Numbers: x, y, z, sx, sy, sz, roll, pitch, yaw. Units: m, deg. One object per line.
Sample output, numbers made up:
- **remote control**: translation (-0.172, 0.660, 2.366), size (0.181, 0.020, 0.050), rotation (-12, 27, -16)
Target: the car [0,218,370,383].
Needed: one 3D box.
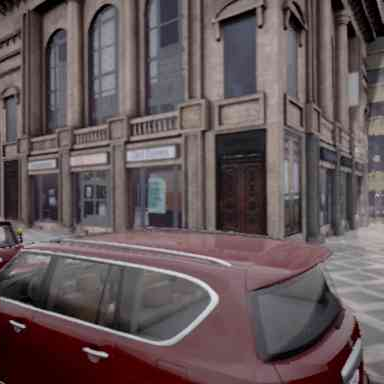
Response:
- **car**: translation (-0.873, 1.336, 3.589), size (5.009, 1.841, 2.192), rotation (-1, 0, 36)
